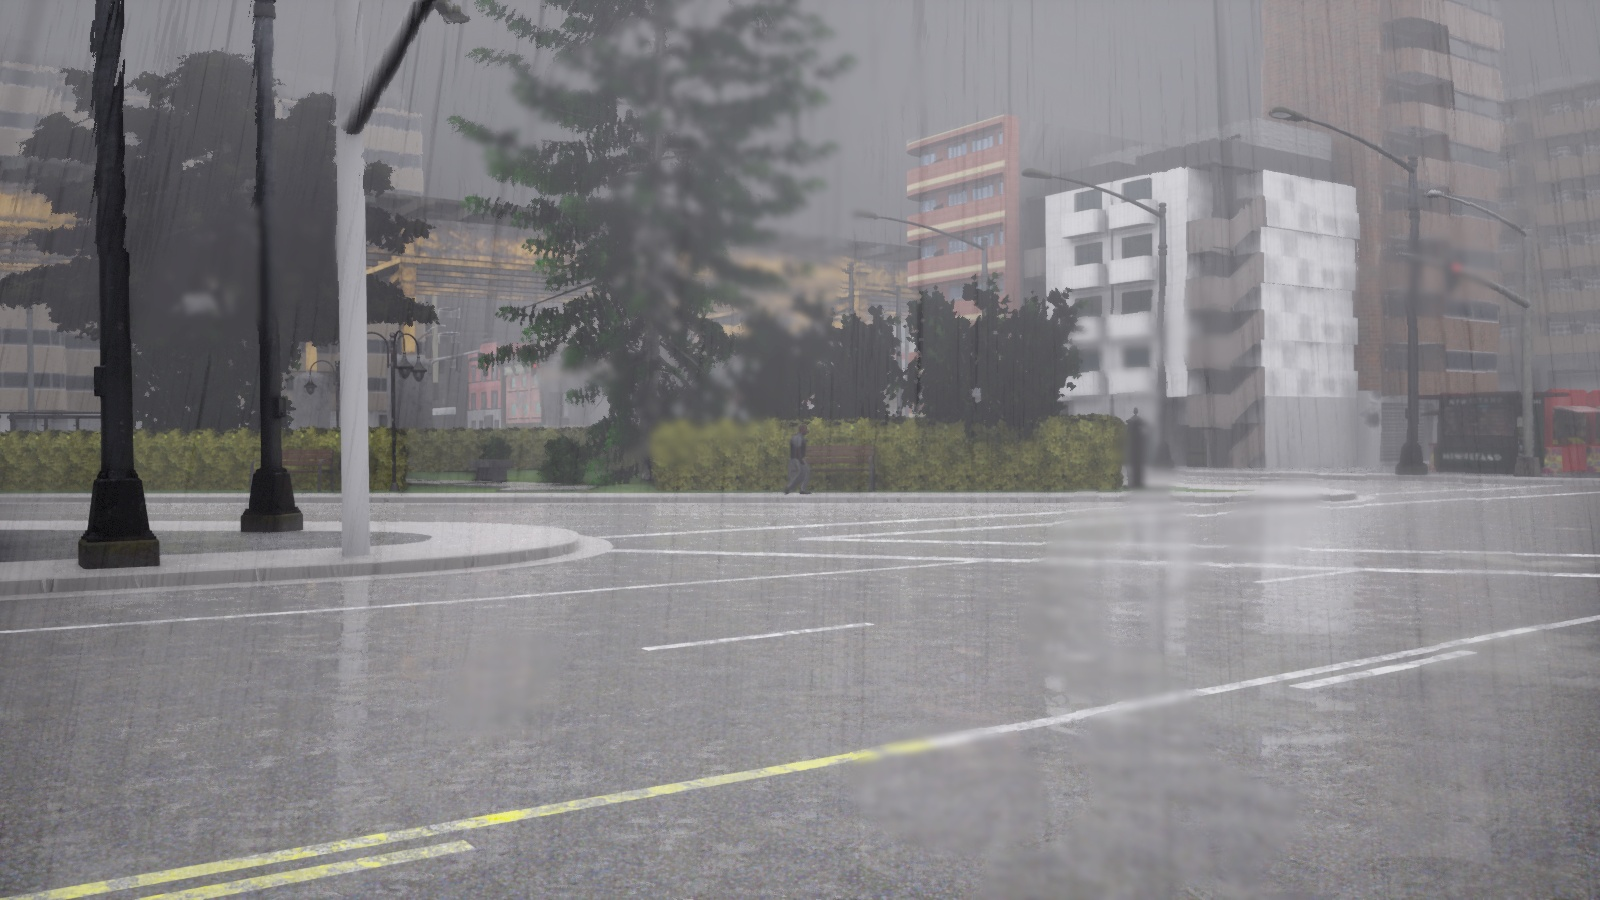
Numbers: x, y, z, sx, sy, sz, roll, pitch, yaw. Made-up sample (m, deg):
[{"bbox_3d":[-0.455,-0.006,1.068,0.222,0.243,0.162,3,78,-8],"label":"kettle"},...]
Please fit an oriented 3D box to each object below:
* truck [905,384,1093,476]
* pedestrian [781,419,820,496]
[{"bbox_3d":[7.943,-0.796,51.291,2.891,3.462,7.936,-1,1,-35],"label":"truck"},{"bbox_3d":[0.012,0.183,30.954,0.849,1.883,0.563,-1,1,13],"label":"pedestrian"}]
